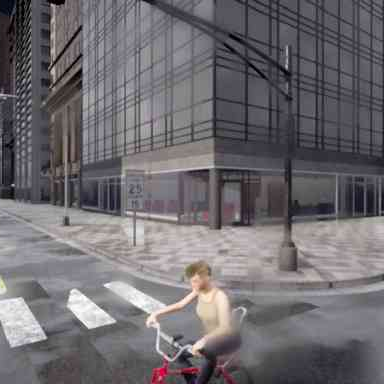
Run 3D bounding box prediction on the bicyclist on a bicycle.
[{"bbox_3d":[0.008,1.435,3.003,1.509,1.612,0.866,0,0,-35],"label":"bicyclist on a bicycle"}]
